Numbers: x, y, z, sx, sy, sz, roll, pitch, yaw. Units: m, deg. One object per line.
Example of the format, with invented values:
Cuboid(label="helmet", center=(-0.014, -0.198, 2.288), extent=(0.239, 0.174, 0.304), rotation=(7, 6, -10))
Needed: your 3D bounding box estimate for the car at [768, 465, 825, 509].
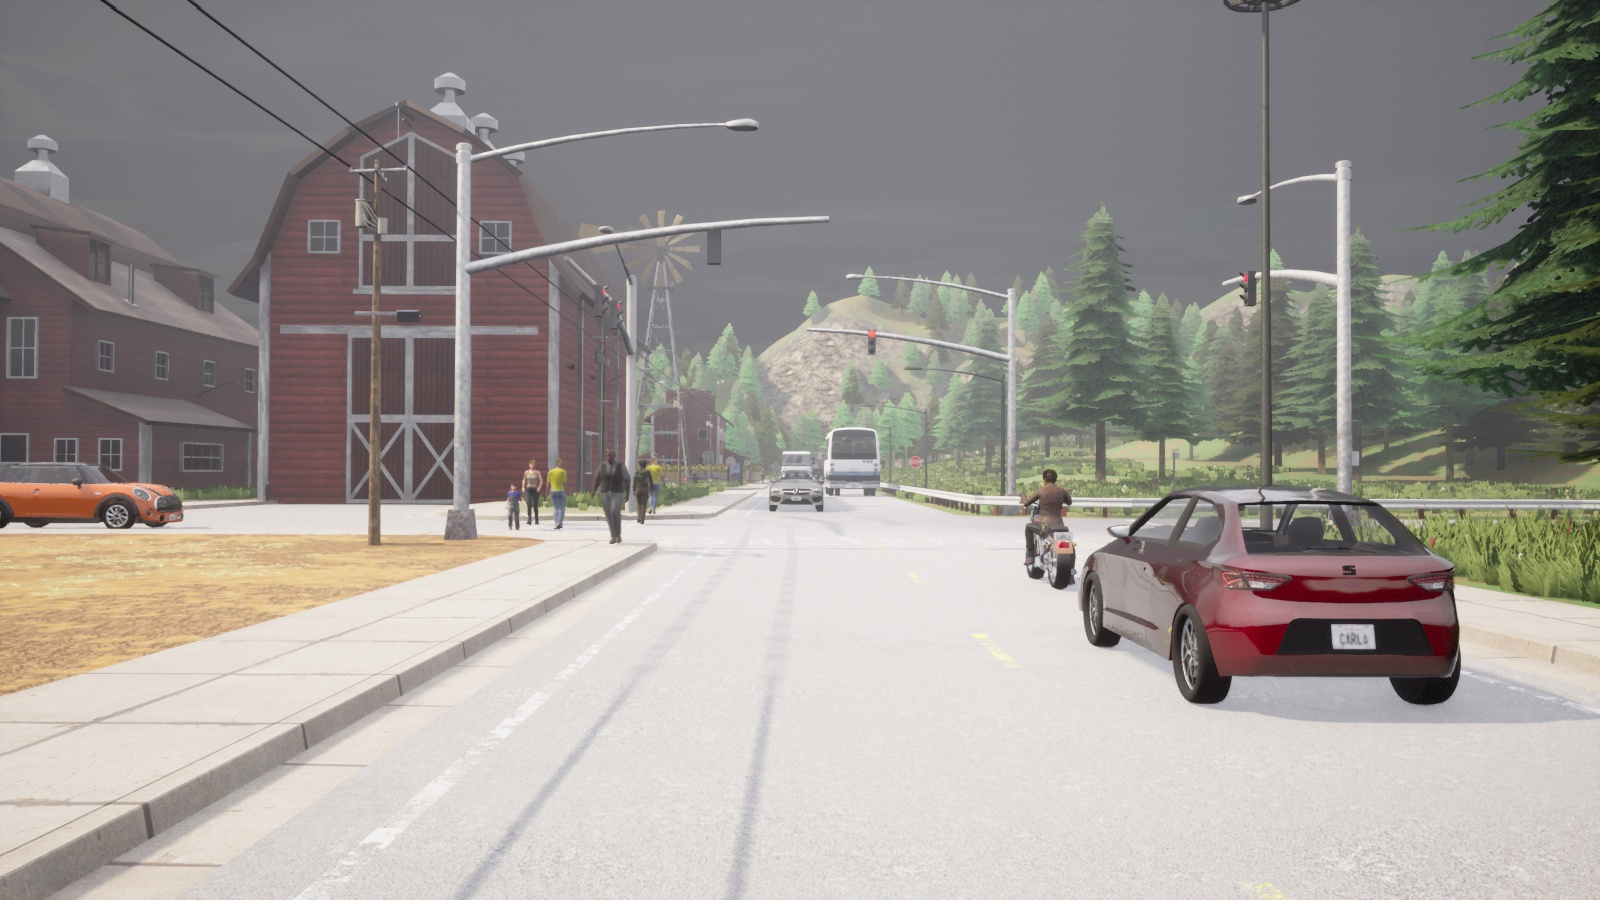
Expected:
Cuboid(label="car", center=(-0.129, 1.433, 50.104), extent=(2.152, 1.651, 5.027), rotation=(0, -1, 0))

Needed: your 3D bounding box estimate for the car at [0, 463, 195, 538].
Cuboid(label="car", center=(-17.865, 1.238, 31.313), extent=(4.553, 1.767, 2.097), rotation=(0, -1, -1))

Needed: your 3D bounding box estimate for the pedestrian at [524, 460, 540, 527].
Cuboid(label="pedestrian", center=(-7.385, 1.200, 34.657), extent=(0.345, 1.836, 0.594), rotation=(0, -1, -4))

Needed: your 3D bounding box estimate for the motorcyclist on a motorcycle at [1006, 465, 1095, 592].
Cuboid(label="motorcyclist on a motorcycle", center=(3.455, 1.045, 17.531), extent=(0.766, 1.649, 2.350), rotation=(0, -1, 0))

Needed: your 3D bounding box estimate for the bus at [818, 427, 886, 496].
Cuboid(label="bus", center=(3.285, 0.800, 82.106), extent=(3.944, 4.253, 10.273), rotation=(0, -1, 0))

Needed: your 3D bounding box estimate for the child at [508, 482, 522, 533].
Cuboid(label="child", center=(-7.119, 1.423, 31.326), extent=(0.270, 1.263, 0.437), rotation=(0, -1, -4))

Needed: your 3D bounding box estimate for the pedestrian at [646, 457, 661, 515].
Cuboid(label="pedestrian", center=(-4.635, 1.129, 39.762), extent=(0.354, 1.836, 0.706), rotation=(0, -1, 3))

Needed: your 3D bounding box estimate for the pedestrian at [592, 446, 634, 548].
Cuboid(label="pedestrian", center=(-3.497, 0.870, 23.576), extent=(0.563, 1.883, 0.849), rotation=(0, -1, 7))

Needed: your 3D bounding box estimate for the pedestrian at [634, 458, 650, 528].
Cuboid(label="pedestrian", center=(-4.424, 1.198, 35.224), extent=(0.395, 1.930, 0.692), rotation=(0, -1, -4))

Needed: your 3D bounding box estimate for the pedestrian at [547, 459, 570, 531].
Cuboid(label="pedestrian", center=(-6.242, 1.159, 32.480), extent=(0.354, 1.836, 0.706), rotation=(0, -1, 11))

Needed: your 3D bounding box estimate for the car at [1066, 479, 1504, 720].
Cuboid(label="car", center=(3.474, 0.981, 9.943), extent=(1.816, 1.474, 4.193), rotation=(0, -1, 0))
